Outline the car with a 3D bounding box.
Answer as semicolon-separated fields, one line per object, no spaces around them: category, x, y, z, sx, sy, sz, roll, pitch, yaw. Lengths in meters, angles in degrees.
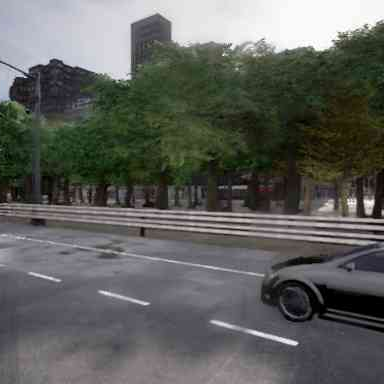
car;3.346;1.567;5.781;4.181;1.385;1.994;0;0;36
